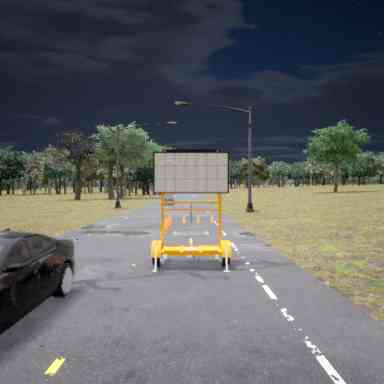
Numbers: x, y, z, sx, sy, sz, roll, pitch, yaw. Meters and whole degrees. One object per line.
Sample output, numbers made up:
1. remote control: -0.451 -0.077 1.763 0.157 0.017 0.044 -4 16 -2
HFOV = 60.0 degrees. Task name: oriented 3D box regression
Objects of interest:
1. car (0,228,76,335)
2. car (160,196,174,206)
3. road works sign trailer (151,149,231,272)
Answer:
1. car: -3.613 1.471 5.711 1.882 1.535 5.008 0 0 0
2. car: -3.628 1.303 49.064 2.033 1.411 5.357 0 1 0
3. road works sign trailer: -0.027 0.445 10.685 2.380 3.560 2.880 0 0 0
